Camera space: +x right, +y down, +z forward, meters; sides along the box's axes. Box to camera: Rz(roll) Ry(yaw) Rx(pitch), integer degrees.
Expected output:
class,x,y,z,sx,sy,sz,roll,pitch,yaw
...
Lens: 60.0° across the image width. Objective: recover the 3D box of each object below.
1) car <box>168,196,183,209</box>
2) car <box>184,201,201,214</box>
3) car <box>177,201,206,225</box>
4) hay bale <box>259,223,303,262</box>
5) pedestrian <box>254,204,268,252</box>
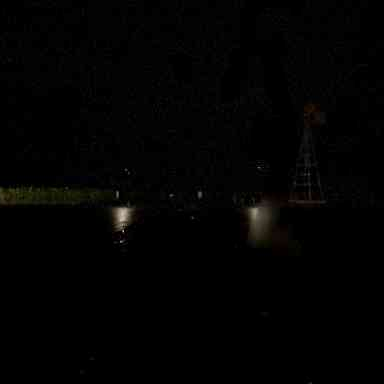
class,x,y,z,sx,sy,sz,roll,pitch,yaw
car,-2.751,1.674,55.632,2.150,2.045,5.566,0,-1,0
car,0.077,1.893,41.594,2.033,1.411,5.357,0,0,0
car,0.063,1.702,26.346,1.882,1.535,5.008,0,0,0
hay bale,3.133,1.760,11.822,1.220,1.180,1.240,1,0,0
pedestrian,2.751,1.404,12.917,0.375,1.860,0.375,-1,0,0
